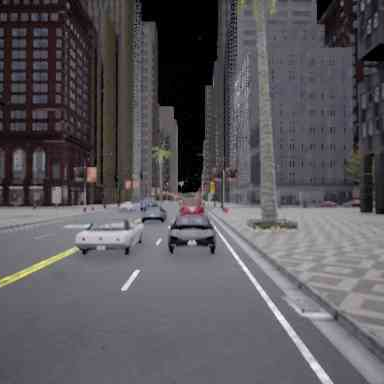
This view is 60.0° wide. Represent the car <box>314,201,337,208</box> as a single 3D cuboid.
[{"bbox_3d":[26.477,2.449,65.900,4.206,1.307,1.802,0,-1,-1],"label":"car"}]

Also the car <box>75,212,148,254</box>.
[{"bbox_3d":[-3.246,1.745,14.119,1.895,1.301,4.718,0,-1,0],"label":"car"}]

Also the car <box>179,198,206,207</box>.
[{"bbox_3d":[0.007,1.543,29.036,2.150,2.045,5.566,0,-1,0],"label":"car"}]

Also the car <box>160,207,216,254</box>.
[{"bbox_3d":[0.007,1.639,14.304,2.128,1.511,4.902,0,-1,0],"label":"car"}]

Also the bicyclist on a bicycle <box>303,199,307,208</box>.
[{"bbox_3d":[18.405,1.905,54.296,0.582,1.620,1.656,0,-2,-1],"label":"bicyclist on a bicycle"}]

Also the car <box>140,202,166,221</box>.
[{"bbox_3d":[-3.241,1.895,29.336,1.994,1.385,4.181,0,-1,0],"label":"car"}]

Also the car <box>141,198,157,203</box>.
[{"bbox_3d":[-6.490,1.874,50.592,2.150,2.045,5.566,0,-1,0],"label":"car"}]

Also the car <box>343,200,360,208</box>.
[{"bbox_3d":[32.115,2.292,65.990,4.097,1.590,1.967,0,-1,-1],"label":"car"}]

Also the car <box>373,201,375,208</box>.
[{"bbox_3d":[32.241,2.206,57.465,4.313,1.339,1.947,0,-1,-1],"label":"car"}]

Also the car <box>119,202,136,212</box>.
[{"bbox_3d":[-9.745,2.188,50.230,1.812,1.442,4.674,0,-1,0],"label":"car"}]
